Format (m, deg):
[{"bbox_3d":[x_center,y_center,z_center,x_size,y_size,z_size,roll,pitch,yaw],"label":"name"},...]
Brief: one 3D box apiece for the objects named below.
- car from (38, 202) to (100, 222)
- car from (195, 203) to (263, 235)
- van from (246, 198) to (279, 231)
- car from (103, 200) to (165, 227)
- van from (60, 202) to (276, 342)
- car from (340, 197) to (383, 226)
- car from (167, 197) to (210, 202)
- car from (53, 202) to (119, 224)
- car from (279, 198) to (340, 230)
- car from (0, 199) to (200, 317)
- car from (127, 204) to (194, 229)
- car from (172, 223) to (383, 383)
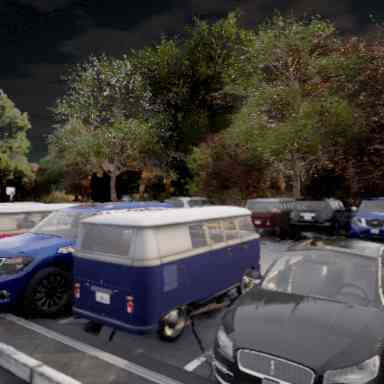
[{"bbox_3d":[-11.179,1.732,30.537,2.231,1.521,4.892,-1,0,35],"label":"car"},{"bbox_3d":[2.509,1.600,21.048,1.946,1.575,5.366,-1,0,35],"label":"car"},{"bbox_3d":[4.731,1.356,19.387,1.878,1.987,4.442,-1,0,35],"label":"van"},{"bbox_3d":[-4.374,1.541,25.741,2.185,1.767,4.553,-1,0,35],"label":"car"},{"bbox_3d":[-0.092,1.327,6.772,1.878,1.987,4.442,-1,0,35],"label":"van"},{"bbox_3d":[9.175,1.282,16.056,2.435,2.045,5.566,-1,0,35],"label":"car"},{"bbox_3d":[0.152,1.373,22.527,2.435,2.045,5.566,-1,0,35],"label":"car"},{"bbox_3d":[-9.025,1.707,28.775,1.946,1.575,5.366,-1,0,35],"label":"car"},{"bbox_3d":[6.944,1.309,17.709,2.435,2.045,5.566,-1,0,35],"label":"car"},{"bbox_3d":[-2.460,1.324,8.274,2.435,2.045,5.566,-1,0,35],"label":"car"},{"bbox_3d":[-2.143,1.675,24.085,2.163,1.488,4.792,-1,0,35],"label":"car"},{"bbox_3d":[2.136,1.526,5.056,2.231,1.521,4.892,-1,0,35],"label":"car"}]
